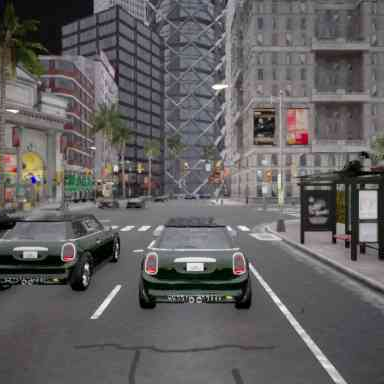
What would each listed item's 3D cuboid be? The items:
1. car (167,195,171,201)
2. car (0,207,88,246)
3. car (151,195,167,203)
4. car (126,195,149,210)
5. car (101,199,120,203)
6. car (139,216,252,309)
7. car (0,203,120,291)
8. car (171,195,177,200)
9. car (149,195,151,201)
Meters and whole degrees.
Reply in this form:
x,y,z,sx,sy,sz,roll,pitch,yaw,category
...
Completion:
x,y,z,sx,sy,sz,roll,pitch,yaw,category
-6.883,1.500,80.840,1.837,1.490,4.892,0,0,0,car
-7.078,1.547,16.627,2.033,1.411,5.357,0,0,0,car
-6.906,1.595,70.433,1.895,1.301,4.718,0,0,0,car
-7.044,1.477,42.030,1.882,1.535,5.008,0,0,0,car
-10.542,1.564,42.589,1.994,1.385,4.181,0,0,0,car
0.075,1.352,8.040,2.097,1.767,4.553,0,0,0,car
-3.417,1.352,9.187,2.097,1.767,4.553,0,0,0,car
-5.503,1.552,92.985,1.994,1.385,4.181,0,0,13,car
-10.406,1.500,70.453,1.837,1.490,4.892,0,0,0,car
